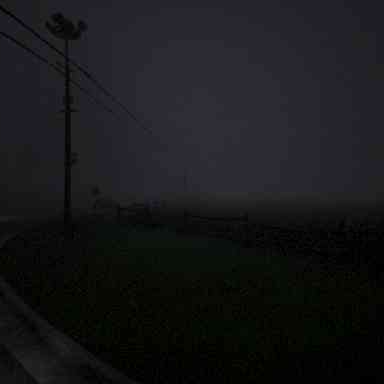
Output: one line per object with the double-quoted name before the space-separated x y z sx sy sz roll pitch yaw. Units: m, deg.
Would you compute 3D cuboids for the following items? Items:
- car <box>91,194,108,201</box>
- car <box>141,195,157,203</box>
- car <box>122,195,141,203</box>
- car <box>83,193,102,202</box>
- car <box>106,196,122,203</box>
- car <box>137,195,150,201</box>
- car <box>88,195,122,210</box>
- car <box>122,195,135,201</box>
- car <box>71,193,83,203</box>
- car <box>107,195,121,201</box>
"car" -21.707 1.311 78.133 2.128 1.511 4.902 0 0 6
"car" -8.592 1.566 68.696 1.895 1.301 4.718 0 0 6
"car" -12.336 1.441 66.687 1.882 1.535 5.008 0 0 6
"car" -19.296 1.166 67.438 2.150 2.045 5.566 0 0 6
"car" -15.772 1.562 67.492 1.895 1.301 4.718 0 0 6
"car" -11.260 1.387 77.082 1.895 1.301 4.718 0 0 6
"car" -11.159 1.466 42.998 2.128 1.511 4.902 0 0 6
"car" -14.741 1.385 77.442 1.895 1.301 4.718 0 0 6
"car" -22.777 1.164 67.799 2.150 2.045 5.566 0 0 6
"car" -18.223 1.383 77.803 1.895 1.301 4.718 0 0 6
